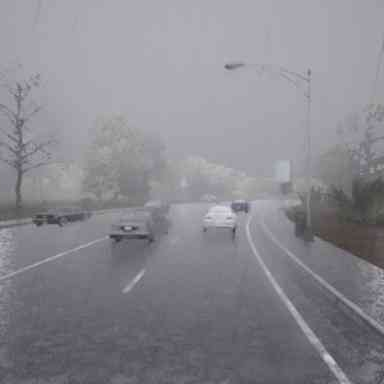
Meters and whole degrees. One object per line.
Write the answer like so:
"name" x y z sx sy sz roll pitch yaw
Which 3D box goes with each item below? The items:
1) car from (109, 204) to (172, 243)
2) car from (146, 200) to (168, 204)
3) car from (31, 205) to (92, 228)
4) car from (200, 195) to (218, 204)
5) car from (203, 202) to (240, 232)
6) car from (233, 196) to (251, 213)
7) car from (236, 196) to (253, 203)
"car" -2.325 1.560 16.182 2.033 1.411 5.357 0 0 7
"car" -3.432 1.500 31.381 1.882 1.535 5.008 0 0 13
"car" -8.682 1.595 22.579 1.895 1.301 4.718 0 0 9
"car" 3.178 1.425 62.139 2.097 1.767 4.553 0 0 25
"car" 1.782 1.558 20.159 1.812 1.442 4.674 0 0 8
"car" 5.629 1.547 37.916 1.882 1.535 5.008 0 0 16
"car" 11.145 1.547 70.351 1.837 1.490 4.892 0 0 29
